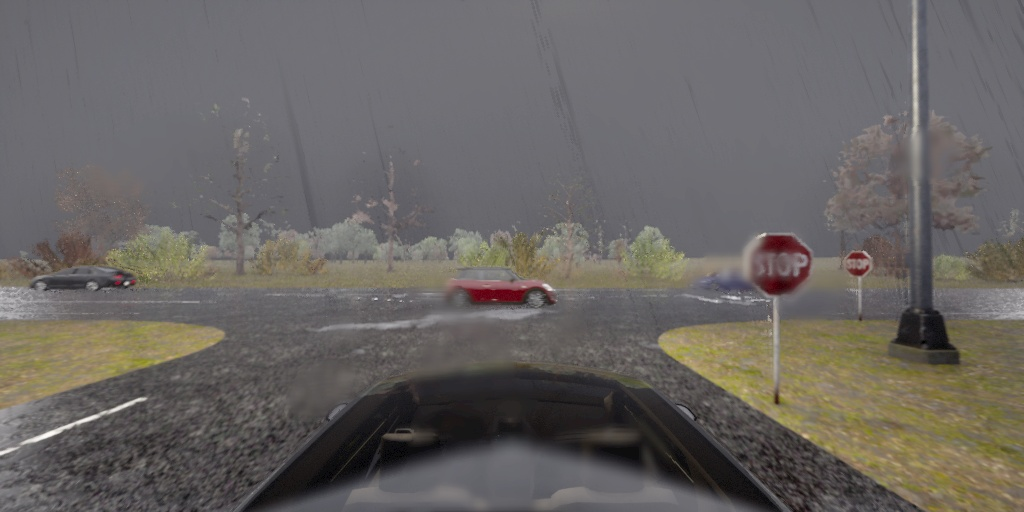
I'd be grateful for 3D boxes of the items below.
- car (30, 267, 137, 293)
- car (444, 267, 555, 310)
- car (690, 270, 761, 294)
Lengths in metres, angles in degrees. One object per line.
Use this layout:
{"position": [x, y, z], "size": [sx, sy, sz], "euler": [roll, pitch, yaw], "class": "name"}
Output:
{"position": [-25.513, 1.383, 21.437], "size": [4.892, 1.490, 1.837], "euler": [0, -1, -2], "class": "car"}
{"position": [-0.479, 1.255, 15.118], "size": [4.553, 1.767, 2.097], "euler": [0, -1, -1], "class": "car"}
{"position": [13.690, 1.618, 22.499], "size": [4.674, 1.442, 1.812], "euler": [0, -1, -2], "class": "car"}
